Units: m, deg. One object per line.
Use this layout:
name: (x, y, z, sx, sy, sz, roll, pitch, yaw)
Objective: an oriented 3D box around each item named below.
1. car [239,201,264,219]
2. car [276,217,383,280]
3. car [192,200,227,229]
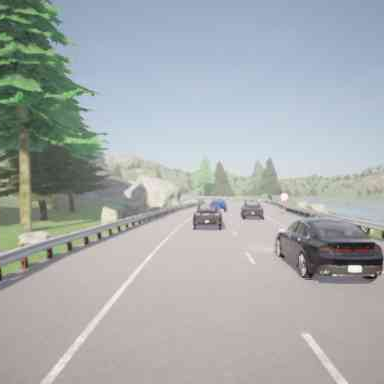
car: (5.368, 1.577, 30.064, 2.128, 1.511, 4.902, 0, 0, 6)
car: (3.859, 1.538, 10.110, 1.837, 1.490, 4.892, 0, 0, 2)
car: (1.088, 1.550, 22.138, 2.128, 1.511, 4.902, 0, 0, 5)
